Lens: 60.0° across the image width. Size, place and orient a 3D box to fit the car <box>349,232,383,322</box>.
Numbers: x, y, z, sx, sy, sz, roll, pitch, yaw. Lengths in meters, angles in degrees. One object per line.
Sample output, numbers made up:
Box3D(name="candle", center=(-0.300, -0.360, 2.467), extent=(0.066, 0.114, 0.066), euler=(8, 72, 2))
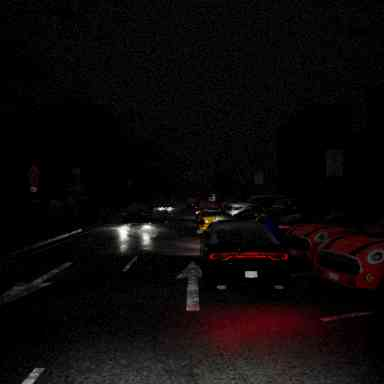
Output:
Box3D(name="car", center=(5.286, 1.516, 5.328), extent=(4.792, 1.488, 2.163), euler=(1, 0, -20))

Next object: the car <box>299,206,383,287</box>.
Box3D(name="car", center=(5.355, 1.363, 8.348), extent=(4.553, 1.767, 2.185), euler=(1, 0, -20))

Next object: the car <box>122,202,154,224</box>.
Box3D(name="car", center=(-4.020, 1.505, 25.268), extent=(1.882, 1.535, 5.008), euler=(0, 0, 0))

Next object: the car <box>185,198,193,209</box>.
Box3D(name="car", center=(0.100, 1.574, 47.140), extent=(1.882, 1.535, 5.008), euler=(0, 0, 1))

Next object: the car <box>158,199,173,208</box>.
Box3D(name="car", center=(-3.956, 1.670, 49.786), extent=(1.994, 1.385, 4.181), euler=(0, 0, 0))

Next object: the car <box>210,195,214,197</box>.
Box3D(name="car", center=(5.444, 1.572, 44.375), extent=(5.008, 1.535, 2.097), euler=(1, 0, -20))

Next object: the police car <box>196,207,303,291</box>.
Box3D(name="police car", center=(1.177, 1.428, 9.170), extent=(1.930, 1.638, 5.238), euler=(0, 0, 0))

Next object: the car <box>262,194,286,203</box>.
Box3D(name="car", center=(18.467, 1.445, 75.390), extent=(2.435, 2.045, 5.566), euler=(0, 0, -21))

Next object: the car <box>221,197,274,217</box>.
Box3D(name="car", center=(5.383, 1.405, 32.354), extent=(4.553, 1.767, 2.185), euler=(1, 0, -20))

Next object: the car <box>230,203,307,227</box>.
Box3D(name="car", center=(5.350, 1.538, 23.338), extent=(4.792, 1.488, 2.163), euler=(1, 0, -20))

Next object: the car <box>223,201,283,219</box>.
Box3D(name="car", center=(5.377, 1.552, 29.340), extent=(4.792, 1.488, 2.163), euler=(1, 0, -20))

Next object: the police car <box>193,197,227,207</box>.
Box3D(name="police car", center=(1.227, 1.453, 25.170), extent=(1.930, 1.638, 5.238), euler=(0, 0, 0))

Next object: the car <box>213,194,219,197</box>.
Box3D(name="car", center=(5.478, 1.436, 41.372), extent=(4.553, 1.767, 2.185), euler=(1, 0, -20))

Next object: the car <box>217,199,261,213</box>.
Box3D(name="car", center=(5.436, 1.591, 38.363), extent=(4.674, 1.452, 2.002), euler=(1, 0, -20))

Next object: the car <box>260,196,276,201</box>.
Box3D(name="car", center=(21.086, 1.794, 92.446), extent=(2.163, 1.488, 4.792), euler=(0, -1, -21))

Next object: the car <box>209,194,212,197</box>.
Box3D(name="car", center=(5.483, 1.376, 59.413), extent=(5.566, 2.045, 2.435), euler=(1, 0, -20))

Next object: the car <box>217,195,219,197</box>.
Box3D(name="car", center=(5.394, 1.415, 35.356), extent=(4.553, 1.767, 2.185), euler=(1, 0, -20))

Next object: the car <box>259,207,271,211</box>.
Box3D(name="car", center=(5.339, 1.534, 14.345), extent=(4.674, 1.452, 2.002), euler=(1, 0, -20))

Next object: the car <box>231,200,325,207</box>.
Box3D(name="car", center=(5.192, 1.497, 20.281), extent=(5.366, 1.575, 1.946), euler=(1, 0, -20))

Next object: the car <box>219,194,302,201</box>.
Box3D(name="car", center=(5.368, 1.264, 26.340), extent=(5.566, 2.045, 2.435), euler=(1, 0, -20))

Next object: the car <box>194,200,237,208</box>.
Box3D(name="car", center=(1.207, 1.471, 19.250), extent=(1.801, 1.575, 5.366), euler=(0, 0, 0))

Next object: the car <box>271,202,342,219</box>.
Box3D(name="car", center=(5.365, 1.366, 11.349), extent=(4.553, 1.767, 2.185), euler=(1, 0, -20))
